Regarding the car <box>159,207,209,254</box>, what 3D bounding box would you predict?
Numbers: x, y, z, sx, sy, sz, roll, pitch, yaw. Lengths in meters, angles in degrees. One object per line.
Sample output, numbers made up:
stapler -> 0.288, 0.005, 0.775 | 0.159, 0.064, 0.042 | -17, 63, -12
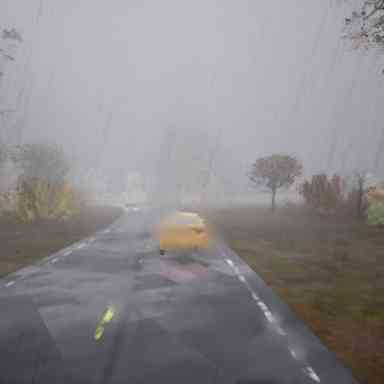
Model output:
car -> -0.404, 1.630, 14.359 | 1.882, 1.535, 5.008 | 0, 0, -3

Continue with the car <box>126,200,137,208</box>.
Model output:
car -> -11.667, 2.246, 63.901 | 1.882, 1.535, 5.008 | 0, -1, -15

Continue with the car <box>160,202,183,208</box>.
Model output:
car -> -1.663, 1.664, 28.581 | 2.097, 1.767, 4.553 | 0, -1, -7
